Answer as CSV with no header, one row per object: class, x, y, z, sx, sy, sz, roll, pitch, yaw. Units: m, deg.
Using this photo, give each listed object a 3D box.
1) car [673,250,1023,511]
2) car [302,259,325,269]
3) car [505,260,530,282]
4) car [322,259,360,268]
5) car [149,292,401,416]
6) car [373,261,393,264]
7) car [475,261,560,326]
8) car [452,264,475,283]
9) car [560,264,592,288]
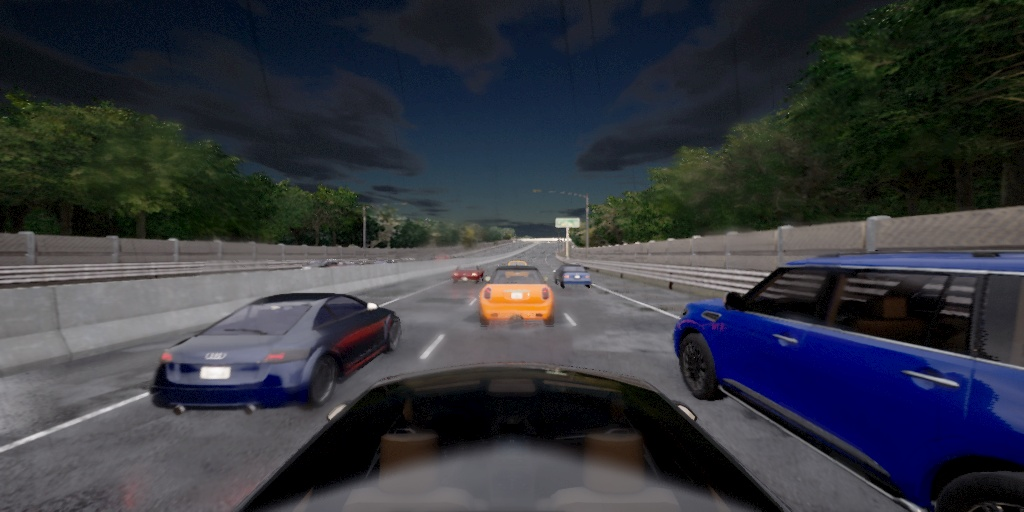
car,3.573,0.971,3.221,2.150,2.045,5.566,0,1,0
car,-20.471,1.125,38.528,2.128,1.511,4.902,0,0,2
car,0.464,1.150,29.552,1.882,1.535,5.008,0,0,1
car,-17.030,1.242,36.866,1.895,1.301,4.718,0,0,2
car,-3.396,1.299,6.127,1.994,1.385,4.181,0,0,0
car,-13.508,1.188,37.574,2.033,1.411,5.357,0,0,2
car,0.157,1.072,11.682,2.097,1.767,4.553,0,0,1
car,-3.109,1.280,26.575,1.895,1.301,4.718,0,0,1
car,3.814,1.239,23.165,2.033,1.411,5.357,0,0,1
